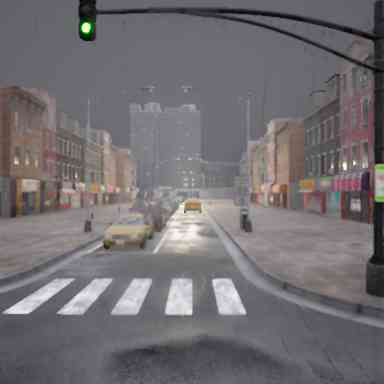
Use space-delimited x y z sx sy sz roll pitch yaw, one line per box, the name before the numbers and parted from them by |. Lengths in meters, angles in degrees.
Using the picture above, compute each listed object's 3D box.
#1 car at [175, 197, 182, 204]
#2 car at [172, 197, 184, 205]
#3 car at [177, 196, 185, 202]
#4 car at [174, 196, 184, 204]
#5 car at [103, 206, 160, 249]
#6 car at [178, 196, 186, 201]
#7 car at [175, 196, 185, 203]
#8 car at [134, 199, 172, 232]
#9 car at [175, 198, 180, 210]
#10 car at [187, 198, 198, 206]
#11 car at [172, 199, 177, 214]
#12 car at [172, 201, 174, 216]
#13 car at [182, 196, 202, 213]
car | -2.649 1.624 42.079 1.947 1.339 4.313 0 0 0
car | -2.654 1.647 63.888 2.008 1.369 4.403 0 0 0
car | -2.658 1.707 80.244 1.802 1.307 4.206 0 0 0
car | -2.655 1.631 69.169 1.752 1.417 4.829 0 0 0
car | -2.642 1.538 14.649 1.752 1.417 4.829 0 0 0
car | -2.659 1.700 85.696 1.947 1.339 4.313 0 0 0
car | -2.656 1.681 74.792 1.947 1.339 4.313 0 0 0
car | -2.644 1.337 20.271 2.192 1.841 5.009 0 0 0
car | -2.647 1.615 36.627 1.947 1.339 4.313 0 0 0
car | 0.073 1.691 59.521 1.895 1.301 4.718 0 0 1
car | -2.646 1.565 31.005 1.752 1.417 4.829 0 0 0
car | -2.645 1.613 25.723 1.802 1.307 4.206 0 0 0
car | 0.093 1.530 38.142 1.882 1.535 5.008 0 0 0
